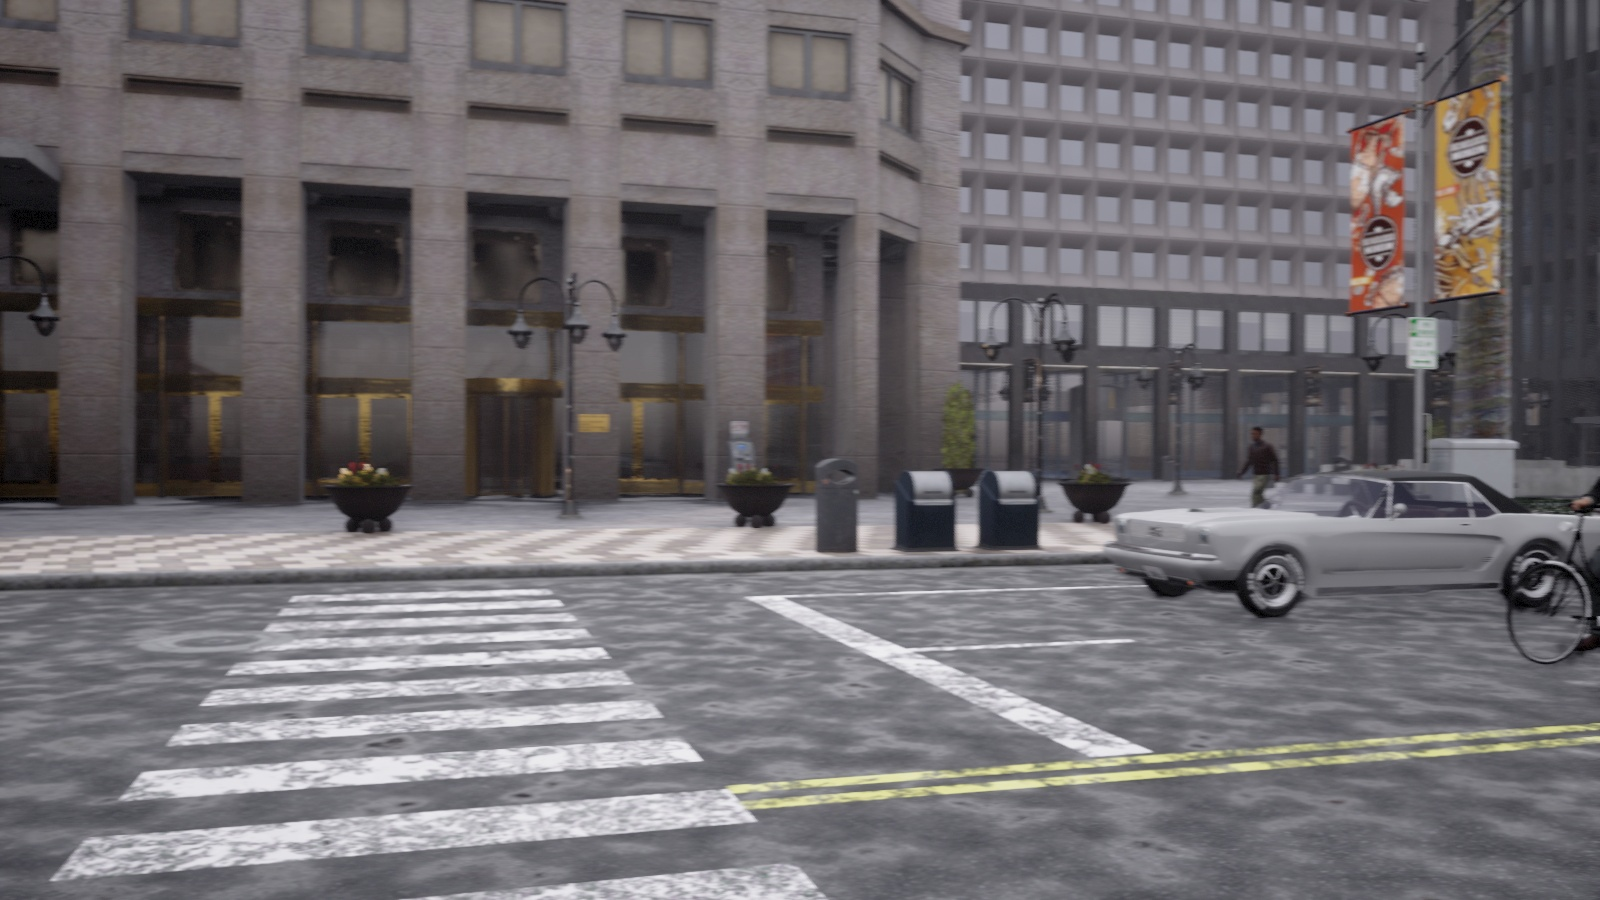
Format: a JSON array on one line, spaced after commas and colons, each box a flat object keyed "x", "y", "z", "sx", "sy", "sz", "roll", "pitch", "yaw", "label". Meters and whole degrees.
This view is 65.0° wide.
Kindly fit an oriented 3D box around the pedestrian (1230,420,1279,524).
[{"x": 8.145, "y": 0.385, "z": 22.514, "sx": 0.703, "sy": 1.840, "sz": 0.431, "roll": 0, "pitch": 0, "yaw": -19, "label": "pedestrian"}]

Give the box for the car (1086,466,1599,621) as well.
[{"x": 5.433, "y": 0.835, "z": 12.477, "sx": 4.718, "sy": 1.301, "sz": 1.895, "roll": 0, "pitch": 0, "yaw": -16, "label": "car"}]

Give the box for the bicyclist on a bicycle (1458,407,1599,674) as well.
[{"x": 5.687, "y": 0.607, "z": 8.922, "sx": 1.843, "sy": 1.776, "sz": 0.659, "roll": 0, "pitch": 0, "yaw": -16, "label": "bicyclist on a bicycle"}]
